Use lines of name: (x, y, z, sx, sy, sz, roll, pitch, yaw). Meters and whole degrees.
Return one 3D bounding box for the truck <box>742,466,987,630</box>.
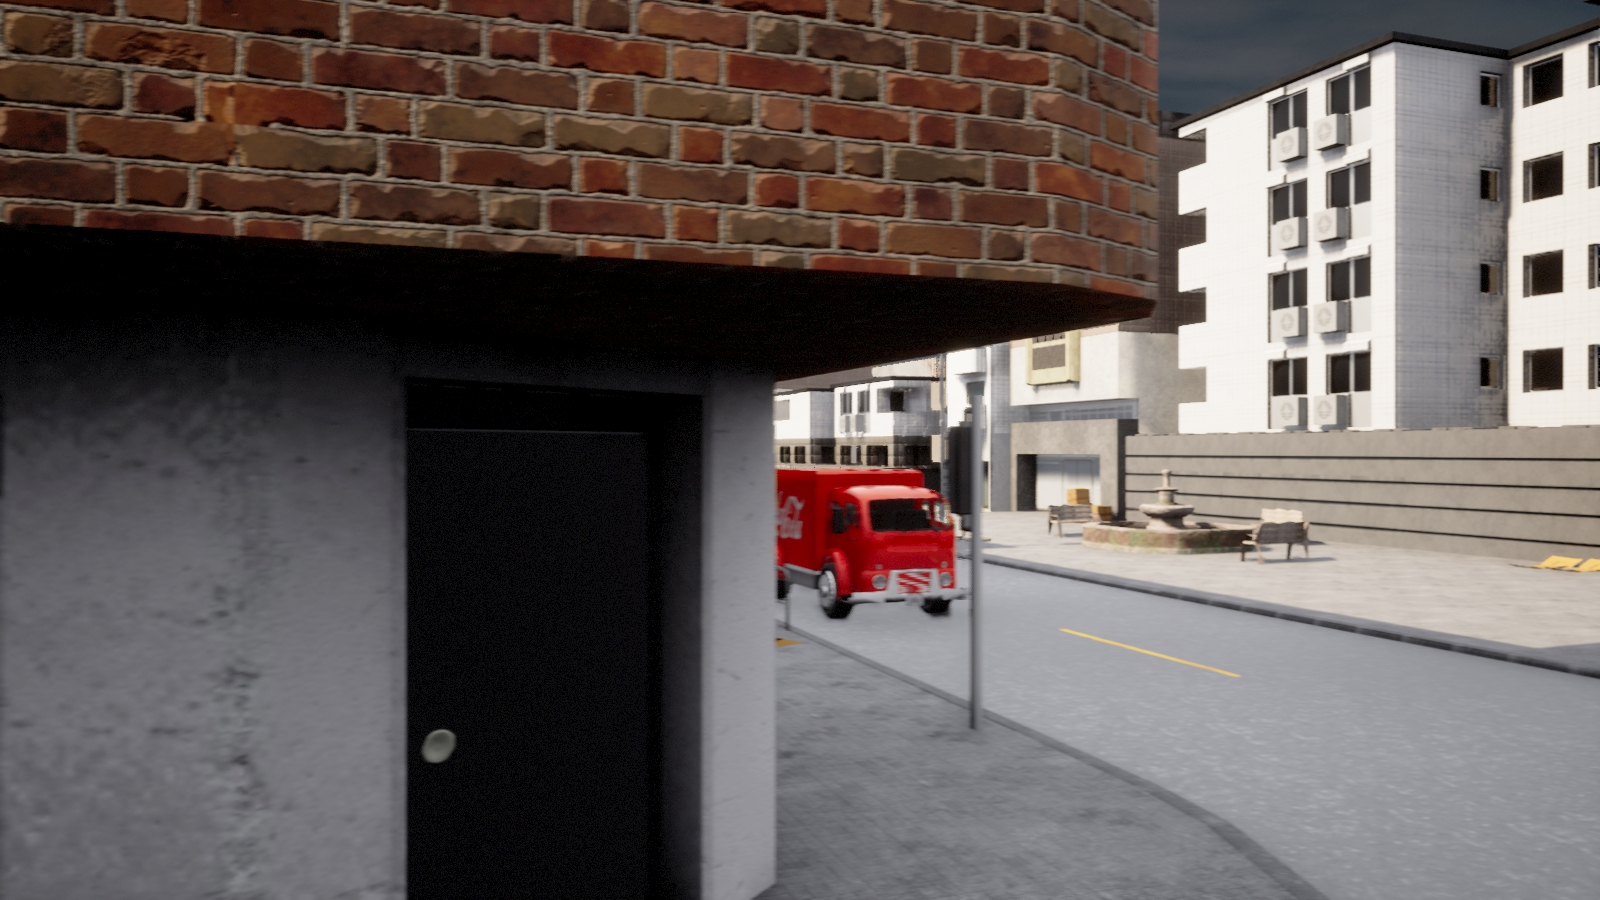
truck: (0.956, 1.568, 20.721, 2.627, 2.467, 5.204, 0, 0, -20)
